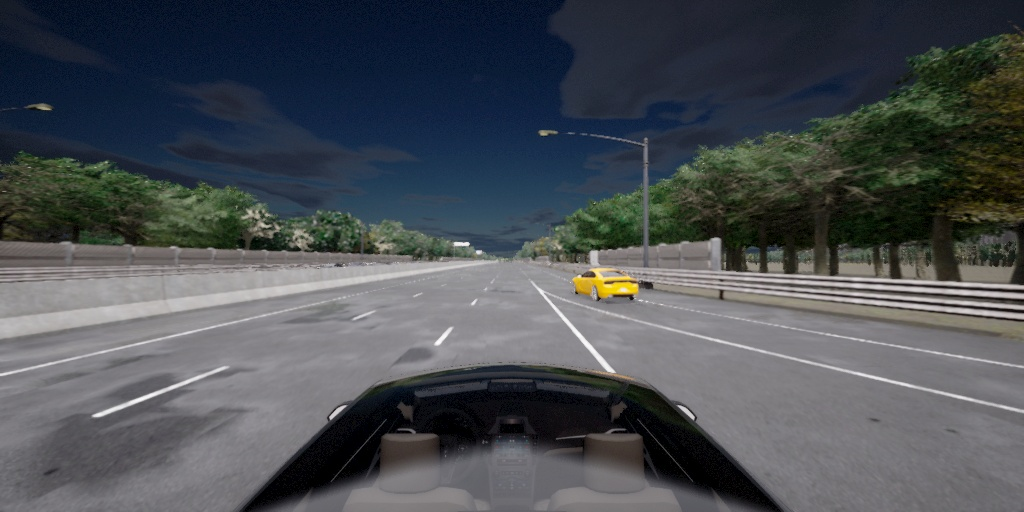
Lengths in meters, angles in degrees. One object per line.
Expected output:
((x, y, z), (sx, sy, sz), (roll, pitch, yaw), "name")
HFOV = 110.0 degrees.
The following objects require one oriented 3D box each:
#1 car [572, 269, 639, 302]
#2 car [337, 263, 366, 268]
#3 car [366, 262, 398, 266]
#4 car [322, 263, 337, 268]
((4.595, 1.386, 18.435), (1.882, 1.535, 5.008), (0, -1, -9), "car")
((-21.066, 1.686, 48.515), (2.128, 1.511, 4.902), (0, -1, 0), "car")
((-17.570, 1.701, 48.661), (1.837, 1.490, 4.892), (0, -1, 0), "car")
((-24.557, 1.726, 49.145), (1.812, 1.442, 4.674), (0, -1, 0), "car")
